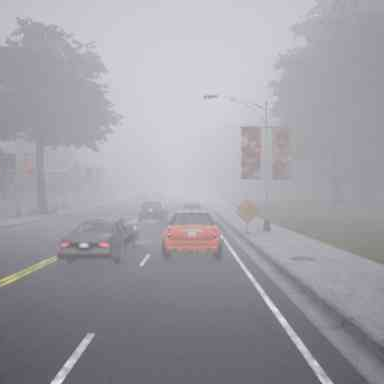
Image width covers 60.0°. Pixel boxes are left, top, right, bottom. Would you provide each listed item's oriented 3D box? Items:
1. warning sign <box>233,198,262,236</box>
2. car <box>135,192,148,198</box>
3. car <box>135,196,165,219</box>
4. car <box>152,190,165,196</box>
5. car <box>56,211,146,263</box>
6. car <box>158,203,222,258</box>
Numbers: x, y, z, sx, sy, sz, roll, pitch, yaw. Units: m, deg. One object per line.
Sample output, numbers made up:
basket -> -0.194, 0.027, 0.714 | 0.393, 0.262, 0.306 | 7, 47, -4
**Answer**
warning sign -> 2.833, 1.270, 17.105 | 1.300, 1.860, 1.060 | 0, -1, 0
car -> -9.796, 0.882, 64.955 | 1.882, 1.535, 5.008 | 0, 2, 0
car -> -3.247, 1.486, 28.388 | 2.097, 1.767, 4.553 | 0, 0, 0
car -> -6.547, 0.624, 64.987 | 2.150, 2.045, 5.566 | 0, 2, 0
car -> -3.249, 1.671, 12.520 | 2.033, 1.411, 5.357 | 0, 0, 0
car -> 0.011, 1.482, 13.423 | 2.097, 1.767, 4.553 | 0, -1, 0
